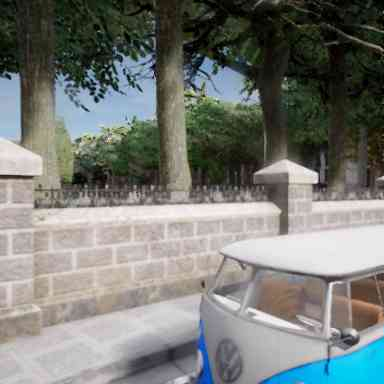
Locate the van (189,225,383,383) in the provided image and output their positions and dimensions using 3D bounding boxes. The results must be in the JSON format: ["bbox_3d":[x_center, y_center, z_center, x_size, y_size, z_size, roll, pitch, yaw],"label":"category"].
[{"bbox_3d":[1.877,1.346,3.761,3.998,1.788,1.690,0,0,-36],"label":"van"}]
